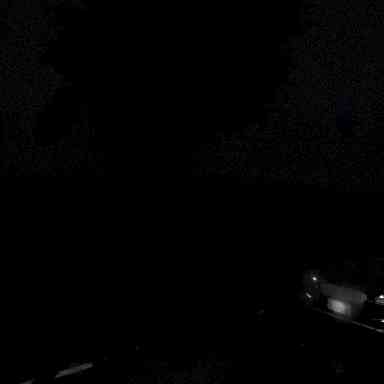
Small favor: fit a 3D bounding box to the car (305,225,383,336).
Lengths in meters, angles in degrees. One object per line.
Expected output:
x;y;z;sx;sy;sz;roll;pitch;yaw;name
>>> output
4.165;1.406;6.324;4.902;1.511;2.128;-1;1;-35;car
